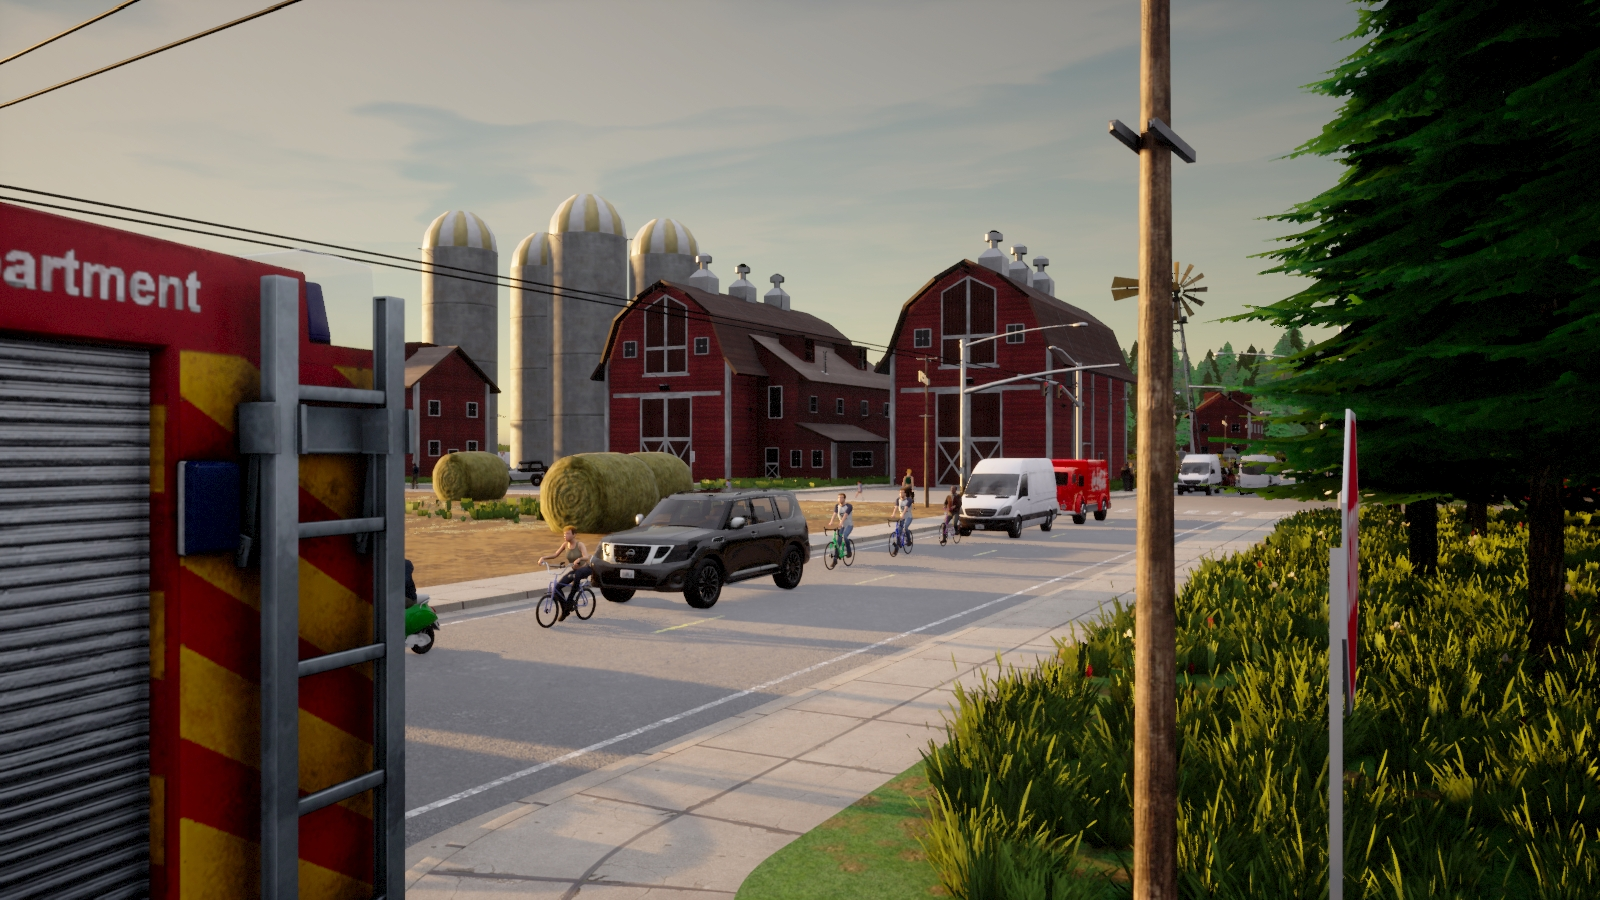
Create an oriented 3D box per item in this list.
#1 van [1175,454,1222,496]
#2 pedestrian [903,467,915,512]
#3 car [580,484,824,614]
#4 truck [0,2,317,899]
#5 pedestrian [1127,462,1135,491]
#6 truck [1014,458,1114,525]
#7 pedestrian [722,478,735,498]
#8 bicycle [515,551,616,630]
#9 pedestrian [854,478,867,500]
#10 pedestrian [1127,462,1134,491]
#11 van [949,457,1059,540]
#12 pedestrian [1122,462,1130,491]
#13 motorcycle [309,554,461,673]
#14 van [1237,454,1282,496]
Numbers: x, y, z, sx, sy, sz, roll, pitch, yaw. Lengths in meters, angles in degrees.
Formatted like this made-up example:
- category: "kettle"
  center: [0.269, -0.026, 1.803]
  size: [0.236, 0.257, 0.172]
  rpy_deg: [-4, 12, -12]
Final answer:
- category: "van"
  center: [25.690, 1.534, 73.536]
  size: [1.988, 2.561, 5.915]
  rpy_deg: [0, 0, 28]
- category: "pedestrian"
  center: [4.632, 1.676, 48.496]
  size: [0.375, 1.860, 0.375]
  rpy_deg: [0, 0, 25]
- category: "car"
  center: [-1.722, 1.779, 22.449]
  size: [2.150, 2.045, 5.566]
  rpy_deg: [0, 0, 27]
- category: "truck"
  center: [-6.010, 0.867, 3.748]
  size: [8.468, 3.827, 2.891]
  rpy_deg: [0, 0, 20]
- category: "pedestrian"
  center: [21.423, 1.694, 73.961]
  size: [0.375, 1.860, 0.375]
  rpy_deg: [0, 0, 32]
- category: "truck"
  center: [10.572, 1.568, 45.383]
  size: [2.627, 2.467, 5.204]
  rpy_deg: [0, 0, 28]
- category: "pedestrian"
  center: [-3.877, 2.052, 61.970]
  size: [0.500, 1.100, 0.500]
  rpy_deg: [0, 0, 41]
- category: "bicycle"
  center: [-3.795, 2.256, 18.603]
  size: [0.859, 1.080, 1.487]
  rpy_deg: [0, 0, 28]
- category: "pedestrian"
  center: [3.157, 2.051, 59.921]
  size: [0.500, 1.100, 0.500]
  rpy_deg: [0, 0, 30]
- category: "pedestrian"
  center: [21.168, 1.696, 73.188]
  size: [0.375, 1.860, 0.375]
  rpy_deg: [0, 0, 21]
- category: "van"
  center: [7.076, 1.534, 38.960]
  size: [1.988, 2.561, 5.915]
  rpy_deg: [0, 0, 28]
- category: "pedestrian"
  center: [20.747, 1.695, 72.733]
  size: [0.375, 1.860, 0.375]
  rpy_deg: [0, 0, 40]
- category: "motorcycle"
  center: [-5.533, 2.142, 15.333]
  size: [0.856, 1.316, 1.805]
  rpy_deg: [0, 0, 28]
- category: "van"
  center: [29.526, 1.534, 73.297]
  size: [1.988, 2.561, 5.915]
  rpy_deg: [0, 0, 28]
